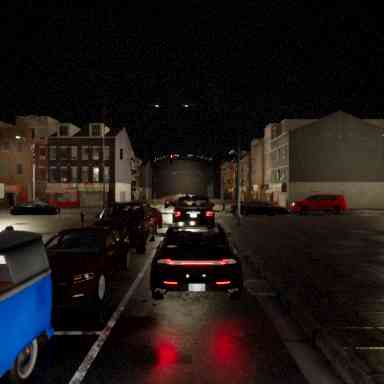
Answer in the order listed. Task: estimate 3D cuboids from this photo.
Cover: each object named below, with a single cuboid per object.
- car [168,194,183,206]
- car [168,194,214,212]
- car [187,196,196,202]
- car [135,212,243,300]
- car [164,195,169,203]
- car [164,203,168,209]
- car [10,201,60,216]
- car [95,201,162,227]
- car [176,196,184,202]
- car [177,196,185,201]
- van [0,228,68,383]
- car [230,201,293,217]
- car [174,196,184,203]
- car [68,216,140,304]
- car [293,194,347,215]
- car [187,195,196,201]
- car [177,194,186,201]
[{"bbox_3d":[-2.707,1.338,56.300,2.192,1.841,5.009,0,0,0],"label":"car"},{"bbox_3d":[0.079,1.220,18.557,2.150,2.045,5.566,0,0,0],"label":"car"},{"bbox_3d":[-0.084,1.639,76.193,1.895,1.301,4.718,0,0,0],"label":"car"},{"bbox_3d":[0.089,1.490,8.364,2.128,1.511,4.902,0,0,0],"label":"car"},{"bbox_3d":[-2.695,1.327,45.446,2.192,1.841,5.009,0,0,0],"label":"car"},{"bbox_3d":[-2.664,1.544,19.036,1.887,1.381,4.507,0,0,0],"label":"car"},{"bbox_3d":[-14.487,1.567,30.891,4.181,1.385,1.994,0,0,0],"label":"car"},{"bbox_3d":[-2.659,1.313,13.603,2.192,1.841,5.009,0,0,0],"label":"car"},{"bbox_3d":[-2.730,1.579,77.838,1.752,1.417,4.829,0,0,0],"label":"car"},{"bbox_3d":[-2.736,1.630,83.434,1.947,1.339,4.313,0,0,0],"label":"car"},{"bbox_3d":[-2.647,1.340,2.735,1.690,1.788,3.998,0,0,0],"label":"van"},{"bbox_3d":[6.209,1.571,30.882,5.357,1.411,2.033,0,0,0],"label":"car"},{"bbox_3d":[-2.724,1.596,72.580,2.008,1.369,4.403,0,0,0],"label":"car"},{"bbox_3d":[-2.652,1.543,8.169,1.887,1.381,4.507,0,0,0],"label":"car"},{"bbox_3d":[12.803,1.234,33.823,5.566,2.045,2.150,0,0,0],"label":"car"},{"bbox_3d":[-0.095,1.426,86.166,2.128,1.511,4.902,0,0,0],"label":"car"},{"bbox_3d":[-2.744,1.389,88.861,2.192,1.841,5.009,0,0,0],"label":"car"}]
